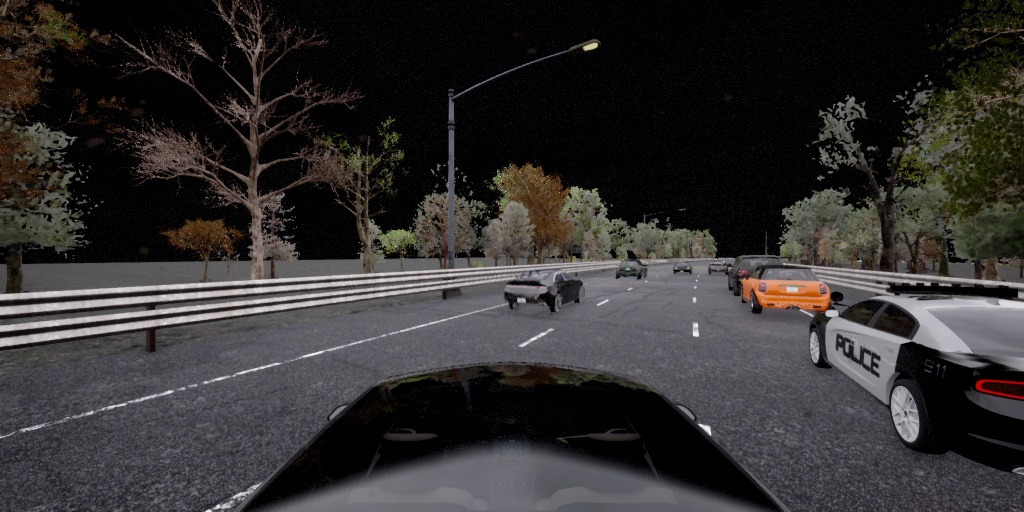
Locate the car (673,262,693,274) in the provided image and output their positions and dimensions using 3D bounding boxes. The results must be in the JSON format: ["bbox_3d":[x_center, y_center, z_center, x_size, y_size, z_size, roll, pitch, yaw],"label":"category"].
[{"bbox_3d":[19.475,1.370,40.761,1.895,1.301,4.718,0,0,29],"label":"car"}]

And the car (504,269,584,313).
[{"bbox_3d":[1.414,1.244,14.055,2.128,1.511,4.902,0,0,27],"label":"car"}]

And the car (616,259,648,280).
[{"bbox_3d":[10.778,1.112,32.080,2.097,1.767,4.553,0,0,28],"label":"car"}]

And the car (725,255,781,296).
[{"bbox_3d":[12.711,0.978,18.753,2.150,2.045,5.566,0,0,27],"label":"car"}]

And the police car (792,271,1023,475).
[{"bbox_3d":[5.624,1.175,4.721,1.930,1.638,5.238,0,0,26],"label":"police car"}]

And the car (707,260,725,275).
[{"bbox_3d":[22.585,1.262,39.278,2.128,1.511,4.902,0,0,30],"label":"car"}]

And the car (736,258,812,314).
[{"bbox_3d":[9.979,1.102,13.428,2.097,1.767,4.553,0,0,27],"label":"car"}]
